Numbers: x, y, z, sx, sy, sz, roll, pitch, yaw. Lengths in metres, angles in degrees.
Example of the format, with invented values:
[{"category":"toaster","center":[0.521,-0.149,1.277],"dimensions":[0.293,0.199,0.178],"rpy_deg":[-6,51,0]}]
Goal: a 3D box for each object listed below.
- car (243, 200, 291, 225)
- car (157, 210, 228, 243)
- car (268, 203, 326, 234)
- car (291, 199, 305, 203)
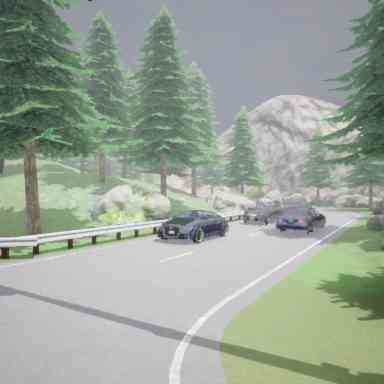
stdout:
[{"category":"car","center":[5.373,1.506,24.666],"dimensions":[2.128,1.511,4.902],"rpy_deg":[0,0,32]},{"category":"car","center":[0.148,1.573,16.204],"dimensions":[1.994,1.385,4.181],"rpy_deg":[0,0,32]},{"category":"car","center":[6.531,1.599,19.670],"dimensions":[2.033,1.411,5.357],"rpy_deg":[0,0,32]},{"category":"car","center":[10.518,1.525,33.493],"dimensions":[1.837,1.490,4.892],"rpy_deg":[0,0,25]}]
